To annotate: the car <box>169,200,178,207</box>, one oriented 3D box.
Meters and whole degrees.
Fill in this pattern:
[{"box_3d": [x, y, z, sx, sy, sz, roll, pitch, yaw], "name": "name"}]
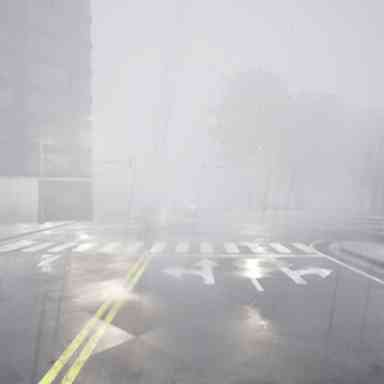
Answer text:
[{"box_3d": [-4.136, 2.494, 74.218, 1.812, 1.442, 4.674, 0, -1, -2], "name": "car"}]
